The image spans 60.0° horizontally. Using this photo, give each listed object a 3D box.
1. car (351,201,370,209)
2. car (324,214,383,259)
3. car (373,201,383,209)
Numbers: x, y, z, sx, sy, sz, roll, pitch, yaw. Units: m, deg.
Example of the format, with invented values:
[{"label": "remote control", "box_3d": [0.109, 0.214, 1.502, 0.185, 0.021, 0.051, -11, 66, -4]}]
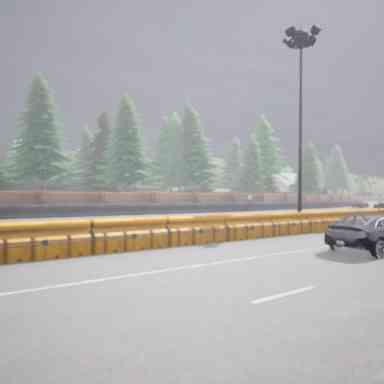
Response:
[{"label": "car", "box_3d": [29.787, 2.246, 58.895, 1.895, 1.301, 4.718, 0, 0, 44]}, {"label": "car", "box_3d": [7.324, 1.644, 13.358, 4.902, 1.511, 2.128, 1, 0, -35]}, {"label": "car", "box_3d": [32.538, 2.258, 56.734, 1.895, 1.301, 4.718, 0, 0, 44]}]
